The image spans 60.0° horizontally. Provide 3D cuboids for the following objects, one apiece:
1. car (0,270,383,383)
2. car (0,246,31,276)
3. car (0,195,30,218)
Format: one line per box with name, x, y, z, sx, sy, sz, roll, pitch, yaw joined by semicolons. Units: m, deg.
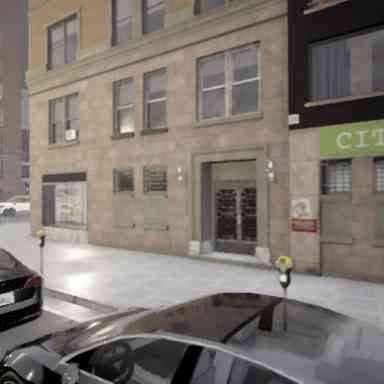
car;0.131;1.573;2.756;4.313;1.339;1.947;0;0;35
car;-4.415;1.599;5.999;4.313;1.339;1.947;0;0;36
car;-16.685;1.368;32.663;2.150;2.045;5.566;0;0;34
